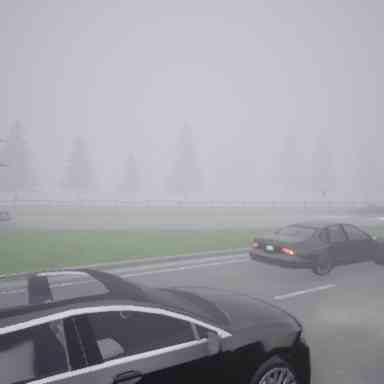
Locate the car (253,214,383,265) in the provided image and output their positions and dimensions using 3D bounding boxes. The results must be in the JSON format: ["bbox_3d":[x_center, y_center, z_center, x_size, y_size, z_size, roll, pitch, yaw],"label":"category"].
[{"bbox_3d":[4.297,1.628,10.569,5.357,1.411,2.033,1,0,-32],"label":"car"}]

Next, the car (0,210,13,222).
[{"bbox_3d":[-14.723,1.510,21.632,5.357,1.411,2.033,1,0,-1],"label":"car"}]

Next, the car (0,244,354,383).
[{"bbox_3d":[-0.964,1.494,2.929,4.902,1.511,2.128,1,0,-35],"label":"car"}]

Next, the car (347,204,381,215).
[{"bbox_3d":[18.989,1.916,35.516,4.718,1.301,1.895,1,0,-19],"label":"car"}]

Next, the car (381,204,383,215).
[{"bbox_3d":[21.261,1.887,32.625,4.181,1.385,1.994,1,0,-19],"label":"car"}]
